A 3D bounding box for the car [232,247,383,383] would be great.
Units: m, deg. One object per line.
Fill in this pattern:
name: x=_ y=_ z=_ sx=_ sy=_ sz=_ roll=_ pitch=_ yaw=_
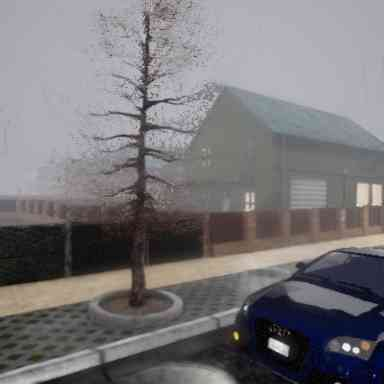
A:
car: x=2.601 y=1.572 z=4.921 sx=4.181 sy=1.385 sz=1.994 roll=0 pitch=0 yaw=-35
